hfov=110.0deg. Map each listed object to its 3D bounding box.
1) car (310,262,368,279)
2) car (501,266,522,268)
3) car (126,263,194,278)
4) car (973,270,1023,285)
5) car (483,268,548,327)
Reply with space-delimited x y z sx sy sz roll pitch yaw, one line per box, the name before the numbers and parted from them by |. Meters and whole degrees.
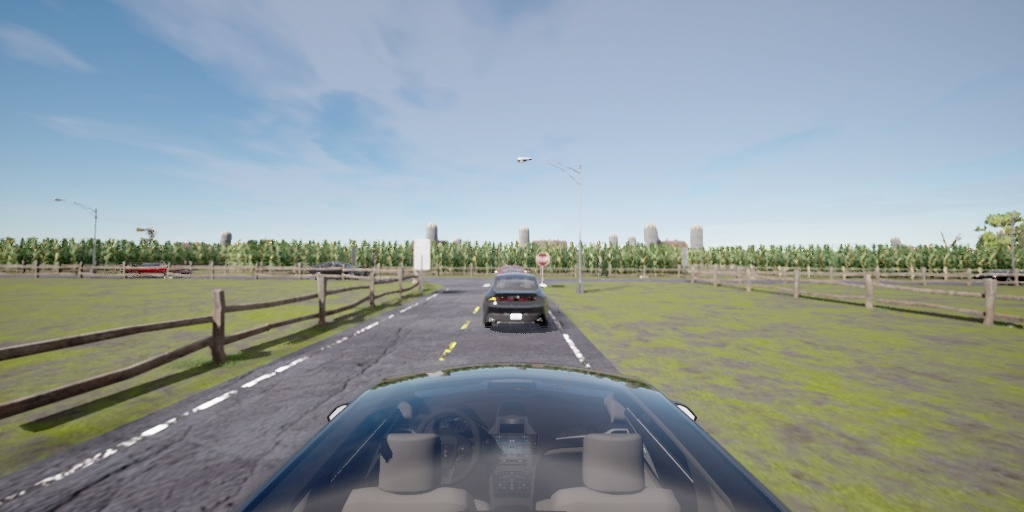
car | -15.499 1.312 32.303 4.892 1.490 1.837 1 -1 0
car | -0.072 1.356 22.578 1.882 1.535 5.008 0 0 -3
car | -31.751 1.304 32.401 4.718 1.301 1.895 0 -1 0
car | 44.584 1.896 31.988 4.718 1.301 1.895 1 -1 1
car | 0.105 1.319 11.738 1.837 1.490 4.892 0 0 0
